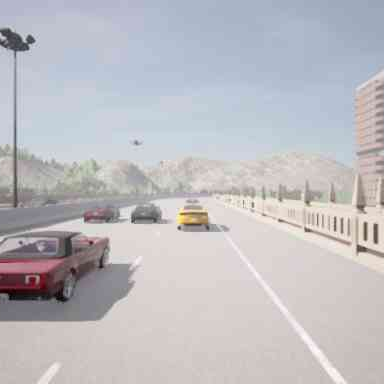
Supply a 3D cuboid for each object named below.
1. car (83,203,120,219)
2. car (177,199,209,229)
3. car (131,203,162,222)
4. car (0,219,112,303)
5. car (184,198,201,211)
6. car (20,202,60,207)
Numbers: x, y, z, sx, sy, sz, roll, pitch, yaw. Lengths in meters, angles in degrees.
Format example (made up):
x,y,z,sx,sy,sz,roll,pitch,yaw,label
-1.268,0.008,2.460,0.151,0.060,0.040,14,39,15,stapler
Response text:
x,y,z,sx,sy,sz,roll,pitch,yaw,label
-6.923,1.522,25.896,1.994,1.385,4.181,0,0,0,car
0.082,1.443,21.352,1.882,1.535,5.008,0,0,0,car
-3.422,1.522,25.544,1.994,1.385,4.181,0,0,0,car
-3.407,1.588,8.142,1.895,1.301,4.718,0,0,0,car
0.065,1.497,41.116,1.994,1.385,4.181,0,0,0,car
-14.027,1.105,31.095,2.033,1.411,5.357,0,0,0,car
